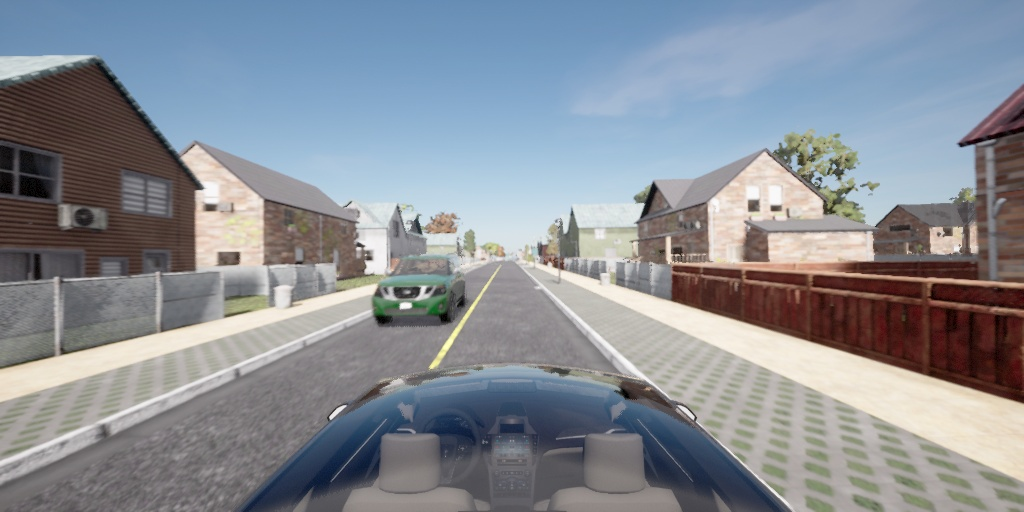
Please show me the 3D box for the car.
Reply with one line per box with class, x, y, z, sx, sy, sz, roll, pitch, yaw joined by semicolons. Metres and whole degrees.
car;-2.870;0.952;12.311;2.150;2.045;5.566;-1;0;-1
